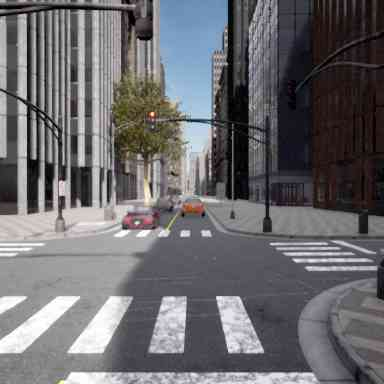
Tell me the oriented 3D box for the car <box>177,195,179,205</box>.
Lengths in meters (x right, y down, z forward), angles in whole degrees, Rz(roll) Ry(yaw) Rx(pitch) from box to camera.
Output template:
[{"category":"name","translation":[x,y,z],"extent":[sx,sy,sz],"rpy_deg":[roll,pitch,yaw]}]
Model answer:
[{"category":"car","translation":[-3.011,1.342,56.744],"extent":[2.097,1.767,4.553],"rpy_deg":[0,0,1]}]

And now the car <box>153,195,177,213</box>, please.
[{"category":"car","translation":[-3.083,1.347,36.425],"extent":[2.097,1.767,4.553],"rpy_deg":[0,0,0]}]

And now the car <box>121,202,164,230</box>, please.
[{"category":"car","translation":[-3.094,1.561,20.793],"extent":[1.994,1.385,4.181],"rpy_deg":[0,0,0]}]

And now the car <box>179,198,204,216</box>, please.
[{"category":"car","translation":[0.113,1.347,32.577],"extent":[2.097,1.767,4.553],"rpy_deg":[0,0,0]}]
